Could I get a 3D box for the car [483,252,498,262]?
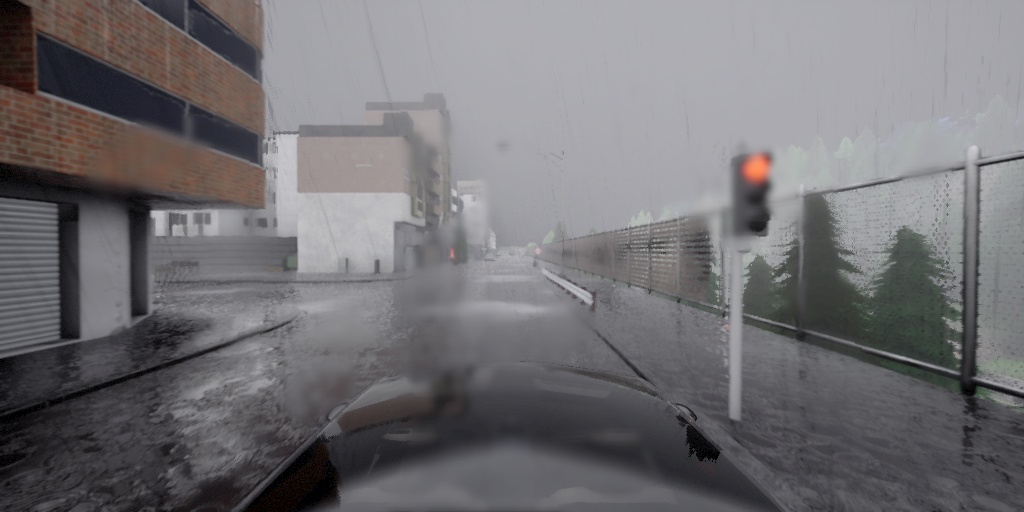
[{"bbox_3d":[-4.020,0.353,64.185,1.837,1.490,4.892,0,3,0],"label":"car"}]
